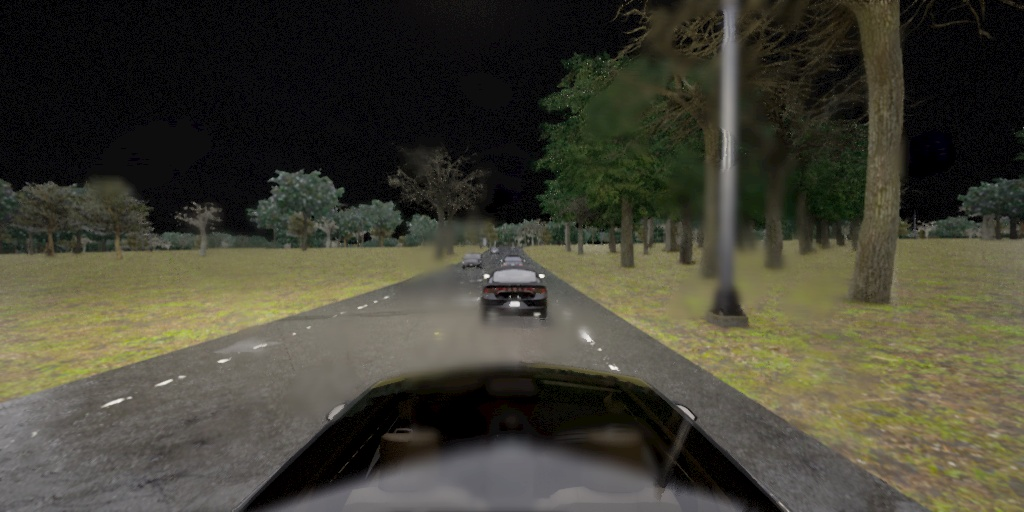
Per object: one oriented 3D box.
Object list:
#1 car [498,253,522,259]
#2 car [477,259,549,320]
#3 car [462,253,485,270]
[{"bbox_3d":[0.073,0.664,29.070,2.033,1.411,5.357,0,2,0],"label":"car"},{"bbox_3d":[0.077,1.035,11.783,1.882,1.535,5.008,0,1,0],"label":"car"},{"bbox_3d":[-3.622,0.467,34.236,1.837,1.490,4.892,0,2,0],"label":"car"}]
